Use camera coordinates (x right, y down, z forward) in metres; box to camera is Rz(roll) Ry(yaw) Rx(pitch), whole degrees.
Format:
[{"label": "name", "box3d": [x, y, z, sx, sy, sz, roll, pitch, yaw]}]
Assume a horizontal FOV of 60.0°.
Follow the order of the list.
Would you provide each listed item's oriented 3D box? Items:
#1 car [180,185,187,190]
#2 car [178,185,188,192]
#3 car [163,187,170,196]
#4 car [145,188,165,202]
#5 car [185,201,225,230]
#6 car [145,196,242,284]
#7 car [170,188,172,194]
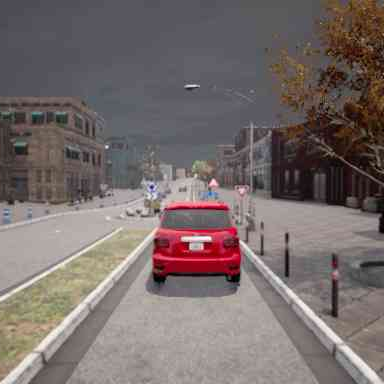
[{"label": "car", "box3d": [-2.238, -1.206, 88.865, 1.812, 1.442, 4.674, 0, 2, 0]}, {"label": "car", "box3d": [-2.229, -0.702, 78.872, 1.812, 1.442, 4.674, 0, 2, 0]}, {"label": "car", "box3d": [-5.290, 0.296, 56.415, 1.812, 1.442, 4.674, 0, 3, 0]}, {"label": "car", "box3d": [-5.312, 0.619, 46.219, 1.882, 1.535, 5.008, 0, 4, 1]}, {"label": "car", "box3d": [0.996, 1.448, 22.185, 2.033, 1.411, 5.357, 0, 2, 9]}, {"label": "car", "box3d": [0.126, 1.270, 9.910, 2.150, 2.045, 5.566, 0, 0, 1]}, {"label": "car", "box3d": [-5.220, -0.314, 68.714, 1.837, 1.490, 4.892, 0, 3, 0]}]
